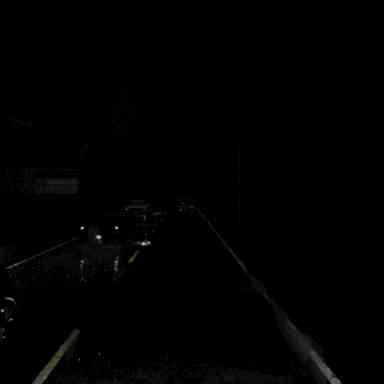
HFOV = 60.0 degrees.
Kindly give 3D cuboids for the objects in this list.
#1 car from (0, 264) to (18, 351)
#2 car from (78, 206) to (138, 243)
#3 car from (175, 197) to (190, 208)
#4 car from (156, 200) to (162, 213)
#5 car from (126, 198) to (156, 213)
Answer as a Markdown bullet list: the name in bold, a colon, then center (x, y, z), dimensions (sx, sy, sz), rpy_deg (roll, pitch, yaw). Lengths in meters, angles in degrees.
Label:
- **car**: center (-3.653, 1.366, 3.116), dimensions (2.097, 1.767, 4.553), rpy_deg (0, 0, -1)
- **car**: center (-3.981, 1.602, 16.260), dimensions (1.895, 1.301, 4.718), rpy_deg (0, 0, -1)
- **car**: center (-1.399, 1.434, 48.162), dimensions (1.882, 1.535, 5.008), rpy_deg (0, 0, -4)
- **car**: center (-4.413, 1.548, 37.190), dimensions (1.994, 1.385, 4.181), rpy_deg (0, 0, -1)
- **car**: center (-4.139, 1.234, 26.402), dimensions (1.812, 1.442, 4.674), rpy_deg (0, 0, -1)
